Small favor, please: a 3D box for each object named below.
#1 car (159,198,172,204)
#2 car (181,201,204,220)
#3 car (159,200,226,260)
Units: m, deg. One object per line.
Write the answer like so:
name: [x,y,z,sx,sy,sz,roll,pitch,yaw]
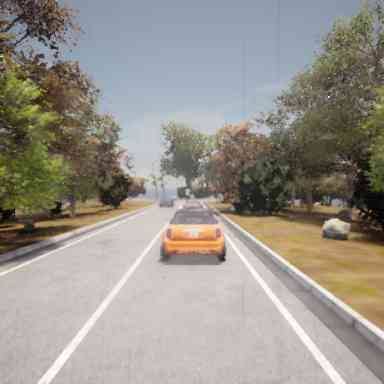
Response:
car: [-3.604,1.548,47.773,1.994,1.385,4.181,0,0,0]
car: [0.064,1.532,28.923,1.812,1.442,4.674,0,0,0]
car: [0.064,1.371,12.635,2.097,1.767,4.553,0,0,0]
